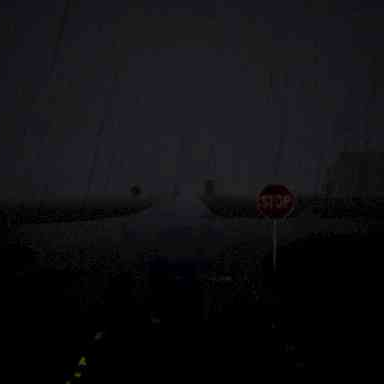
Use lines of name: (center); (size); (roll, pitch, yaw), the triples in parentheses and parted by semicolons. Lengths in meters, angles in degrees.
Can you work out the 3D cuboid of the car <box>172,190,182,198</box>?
car: (-3.007, 0.314, 69.048); (2.033, 1.411, 5.357); (0, 1, 0)
